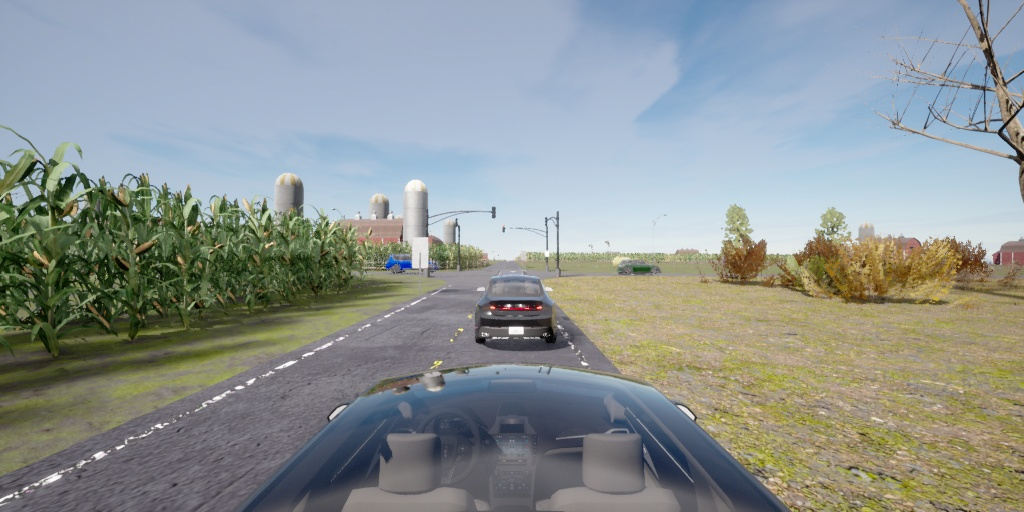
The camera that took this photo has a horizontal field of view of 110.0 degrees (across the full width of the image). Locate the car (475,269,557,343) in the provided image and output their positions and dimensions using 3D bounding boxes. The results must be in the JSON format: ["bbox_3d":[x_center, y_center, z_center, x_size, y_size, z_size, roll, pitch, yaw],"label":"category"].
[{"bbox_3d":[0.080,1.259,9.656,1.837,1.490,4.892,0,0,0],"label":"car"}]

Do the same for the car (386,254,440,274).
[{"bbox_3d":[-10.512,0.879,38.203,5.566,2.045,2.150,0,-1,-4],"label":"car"}]

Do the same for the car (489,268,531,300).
[{"bbox_3d":[0.034,1.360,18.807,1.895,1.301,4.718,0,0,4],"label":"car"}]

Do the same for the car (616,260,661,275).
[{"bbox_3d":[14.069,1.223,39.817,4.553,1.767,2.097,1,-1,-4],"label":"car"}]

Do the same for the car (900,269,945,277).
[{"bbox_3d":[48.561,1.768,42.517,4.181,1.385,1.994,1,-1,-5],"label":"car"}]
